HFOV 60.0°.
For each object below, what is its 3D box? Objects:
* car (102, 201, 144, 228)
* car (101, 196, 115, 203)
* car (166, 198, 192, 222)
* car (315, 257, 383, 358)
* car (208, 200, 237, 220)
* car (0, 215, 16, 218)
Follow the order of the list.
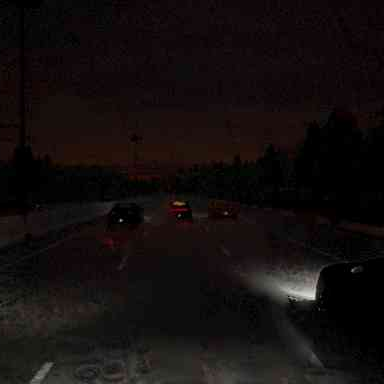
[{"bbox_3d":[-4.325,1.470,22.173,2.128,1.511,4.902,0,0,-3],"label":"car"},{"bbox_3d":[-16.967,1.469,67.526,1.812,1.442,4.674,0,0,-3],"label":"car"},{"bbox_3d":[-1.000,1.457,26.171,2.128,1.511,4.902,0,0,-3],"label":"car"},{"bbox_3d":[3.361,1.549,4.643,1.994,1.385,4.181,0,0,-1],"label":"car"},{"bbox_3d":[2.445,1.431,27.526,1.882,1.535,5.008,0,0,-3],"label":"car"},{"bbox_3d":[-11.376,1.353,18.787,2.097,1.767,4.553,0,0,-3],"label":"car"}]
